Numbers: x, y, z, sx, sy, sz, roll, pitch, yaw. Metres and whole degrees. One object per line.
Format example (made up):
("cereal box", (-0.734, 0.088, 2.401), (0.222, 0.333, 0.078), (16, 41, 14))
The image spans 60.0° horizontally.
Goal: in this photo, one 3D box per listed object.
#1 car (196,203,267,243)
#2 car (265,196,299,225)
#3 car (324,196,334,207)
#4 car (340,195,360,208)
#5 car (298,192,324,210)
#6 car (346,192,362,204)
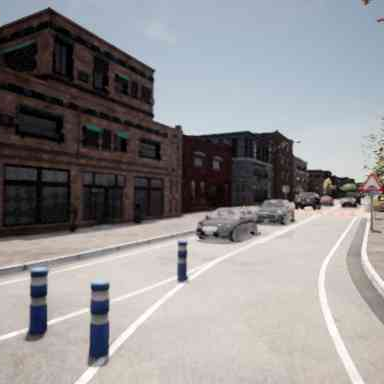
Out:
("car", (1.916, 1.538, 16.816), (2.128, 1.511, 4.902), (0, 0, 29))
("car", (6.135, 1.358, 24.535), (2.097, 1.767, 4.553), (0, 0, 29))
("car", (19.947, 1.367, 49.559), (1.812, 1.442, 4.674), (0, 0, 29))
("car", (21.637, 1.465, 45.855), (1.895, 1.301, 4.718), (0, 0, 29))
("car", (12.770, 1.022, 36.646), (2.150, 2.045, 5.566), (0, -5, 28))
("car", (26.464, 1.036, 54.619), (2.150, 2.045, 5.566), (0, 0, 29))
